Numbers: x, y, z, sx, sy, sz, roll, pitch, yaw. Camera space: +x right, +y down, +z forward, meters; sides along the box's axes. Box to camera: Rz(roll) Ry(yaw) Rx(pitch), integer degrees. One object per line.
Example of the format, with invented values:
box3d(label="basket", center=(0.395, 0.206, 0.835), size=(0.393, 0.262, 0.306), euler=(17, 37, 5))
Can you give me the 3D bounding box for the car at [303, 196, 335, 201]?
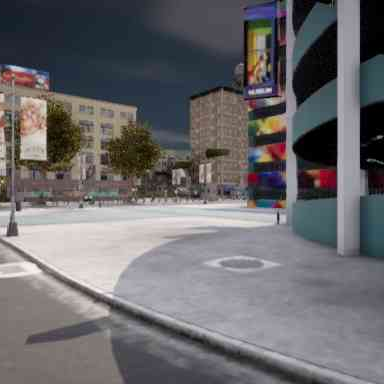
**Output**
box3d(label="car", center=(15.310, 1.281, 40.811), size=(4.674, 1.452, 2.002), euler=(0, 0, -39))
